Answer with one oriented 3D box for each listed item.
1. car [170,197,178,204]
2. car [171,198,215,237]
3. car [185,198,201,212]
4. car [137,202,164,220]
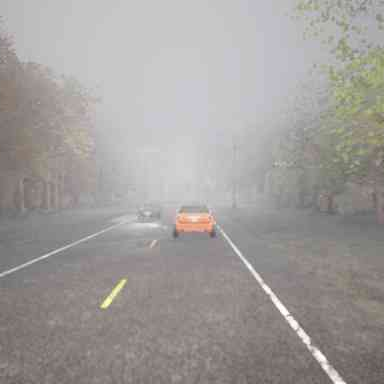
[{"bbox_3d":[-3.449,1.765,69.804,1.994,1.385,4.181,0,0,0],"label":"car"},{"bbox_3d":[0.113,1.425,18.769,2.097,1.767,4.553,0,0,0],"label":"car"},{"bbox_3d":[0.131,1.643,42.590,1.882,1.535,5.008,0,0,0],"label":"car"},{"bbox_3d":[-3.569,1.606,29.197,2.128,1.511,4.902,0,0,0],"label":"car"}]
